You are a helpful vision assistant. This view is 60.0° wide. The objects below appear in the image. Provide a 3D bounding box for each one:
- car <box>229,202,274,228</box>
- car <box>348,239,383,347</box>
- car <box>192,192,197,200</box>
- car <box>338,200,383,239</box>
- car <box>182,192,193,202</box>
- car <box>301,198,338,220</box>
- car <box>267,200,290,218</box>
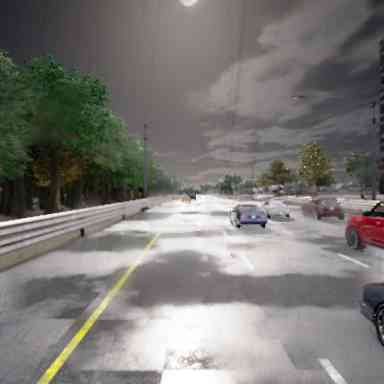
[{"bbox_3d":[3.601,1.500,21.914,2.033,1.411,5.357,0,0,0],"label":"car"},{"bbox_3d":[3.603,1.543,2.949,2.033,1.411,5.357,0,0,0],"label":"car"},{"bbox_3d":[0.012,1.110,89.881,2.150,2.045,5.566,0,-1,0],"label":"car"},{"bbox_3d":[7.100,1.203,10.731,2.150,2.045,5.566,0,0,0],"label":"car"},{"bbox_3d":[-1.216,1.343,71.348,1.801,1.575,5.366,0,0,0],"label":"car"},{"bbox_3d":[10.600,1.286,27.337,2.097,1.767,4.553,0,0,0],"label":"car"},{"bbox_3d":[7.101,1.456,28.771,1.812,1.442,4.674,0,0,0],"label":"car"}]
